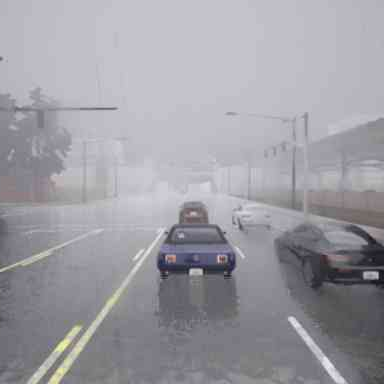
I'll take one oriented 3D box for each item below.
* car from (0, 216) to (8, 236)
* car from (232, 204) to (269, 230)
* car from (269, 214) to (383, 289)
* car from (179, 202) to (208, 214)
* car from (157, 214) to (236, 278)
[{"bbox_3d":[-10.513,1.529,15.480,1.994,1.385,4.181,0,0,0],"label":"car"},{"bbox_3d":[3.605,1.456,20.467,1.812,1.442,4.674,0,0,0],"label":"car"},{"bbox_3d":[3.607,1.511,9.009,1.812,1.442,4.674,0,0,0],"label":"car"},{"bbox_3d":[0.103,1.404,23.625,2.163,1.488,4.792,0,1,0],"label":"car"},{"bbox_3d":[0.103,1.580,10.007,1.895,1.301,4.718,0,0,0],"label":"car"}]
